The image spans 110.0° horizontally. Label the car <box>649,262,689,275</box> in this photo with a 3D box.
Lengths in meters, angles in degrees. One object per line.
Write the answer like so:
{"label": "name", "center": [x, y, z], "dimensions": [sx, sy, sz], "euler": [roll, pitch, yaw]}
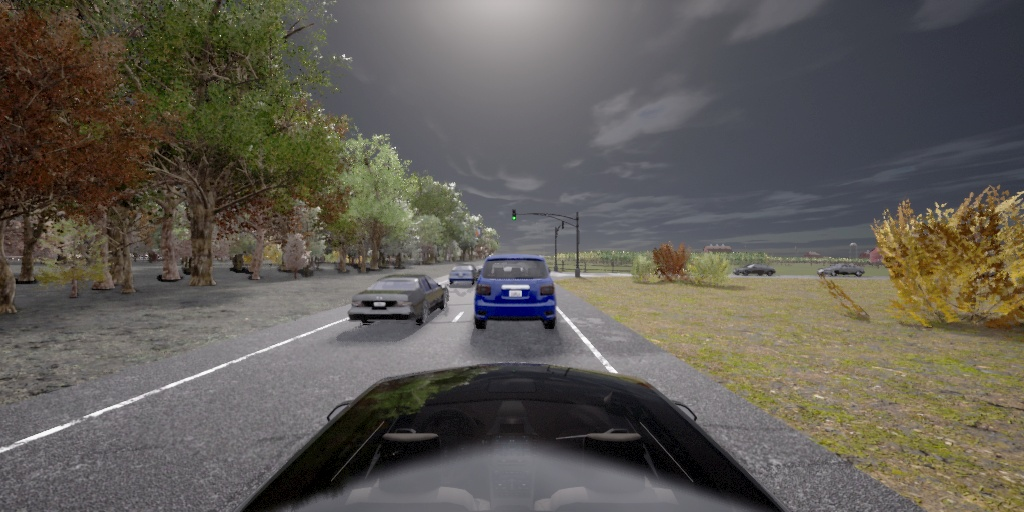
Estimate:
{"label": "car", "center": [19.037, 1.501, 43.440], "dimensions": [5.008, 1.535, 1.882], "euler": [1, -1, 0]}

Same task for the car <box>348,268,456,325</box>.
{"label": "car", "center": [-3.419, 1.302, 11.824], "dimensions": [2.033, 1.411, 5.357], "euler": [0, 0, 0]}

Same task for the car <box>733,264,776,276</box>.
{"label": "car", "center": [29.310, 1.661, 43.408], "dimensions": [4.674, 1.442, 1.812], "euler": [1, -1, 0]}

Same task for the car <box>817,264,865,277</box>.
{"label": "car", "center": [39.712, 1.741, 43.374], "dimensions": [4.902, 1.511, 2.128], "euler": [1, -1, 0]}

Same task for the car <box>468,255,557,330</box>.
{"label": "car", "center": [0.085, 0.977, 11.256], "dimensions": [2.150, 2.045, 5.566], "euler": [0, 0, 0]}

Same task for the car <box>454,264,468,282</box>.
{"label": "car", "center": [-3.445, 1.307, 26.531], "dimensions": [2.033, 1.411, 5.357], "euler": [0, 0, 0]}
